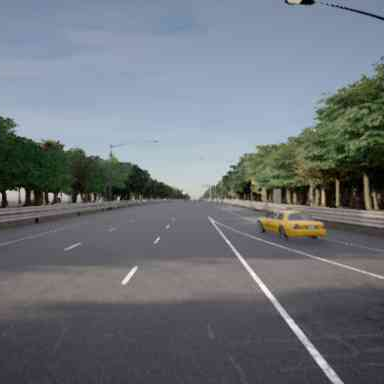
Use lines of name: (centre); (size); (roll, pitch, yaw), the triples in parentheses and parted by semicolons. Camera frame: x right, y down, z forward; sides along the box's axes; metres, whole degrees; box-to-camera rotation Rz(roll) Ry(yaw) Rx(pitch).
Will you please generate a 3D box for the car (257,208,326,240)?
car: (5.199, 1.664, 18.232); (1.801, 1.575, 5.366); (0, -1, -10)
